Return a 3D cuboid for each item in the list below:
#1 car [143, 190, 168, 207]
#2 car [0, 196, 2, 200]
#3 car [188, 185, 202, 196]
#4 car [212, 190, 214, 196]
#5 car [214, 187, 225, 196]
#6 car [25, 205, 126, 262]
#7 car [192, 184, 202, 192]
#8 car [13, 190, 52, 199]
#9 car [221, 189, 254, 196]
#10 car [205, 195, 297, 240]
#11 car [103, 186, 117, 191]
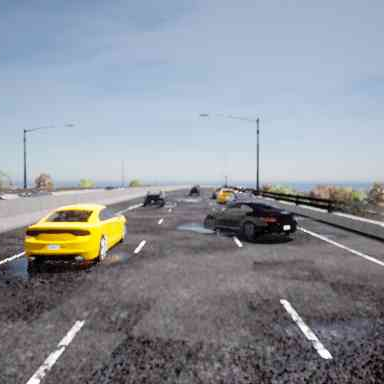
[{"bbox_3d":[-3.327,0.564,30.846,2.128,1.511,4.902,0,2,1],"label":"car"},{"bbox_3d":[-17.559,0.686,27.188,1.837,1.490,4.892,0,2,1],"label":"car"},{"bbox_3d":[0.491,-0.104,55.262,1.837,1.490,4.892,0,2,2],"label":"car"},{"bbox_3d":[3.788,0.089,45.505,2.033,1.649,4.856,0,2,1],"label":"car"},{"bbox_3d":[3.609,0.441,34.589,1.882,1.535,5.008,0,2,1],"label":"car"},{"bbox_3d":[-3.432,1.146,10.718,1.882,1.535,5.008,0,2,0],"label":"car"},{"bbox_3d":[1.230,-0.884,78.007,2.097,1.767,4.553,0,1,2],"label":"car"},{"bbox_3d":[-14.037,0.605,29.491,2.128,1.511,4.902,0,2,1],"label":"car"},{"bbox_3d":[3.500,0.771,23.672,2.128,1.511,4.902,0,2,0],"label":"car"},{"bbox_3d":[2.371,1.084,14.317,1.812,1.442,4.674,-1,2,-29],"label":"car"},{"bbox_3d":[-16.647,-0.500,67.534,1.882,1.535,5.008,0,2,2],"label":"car"}]
